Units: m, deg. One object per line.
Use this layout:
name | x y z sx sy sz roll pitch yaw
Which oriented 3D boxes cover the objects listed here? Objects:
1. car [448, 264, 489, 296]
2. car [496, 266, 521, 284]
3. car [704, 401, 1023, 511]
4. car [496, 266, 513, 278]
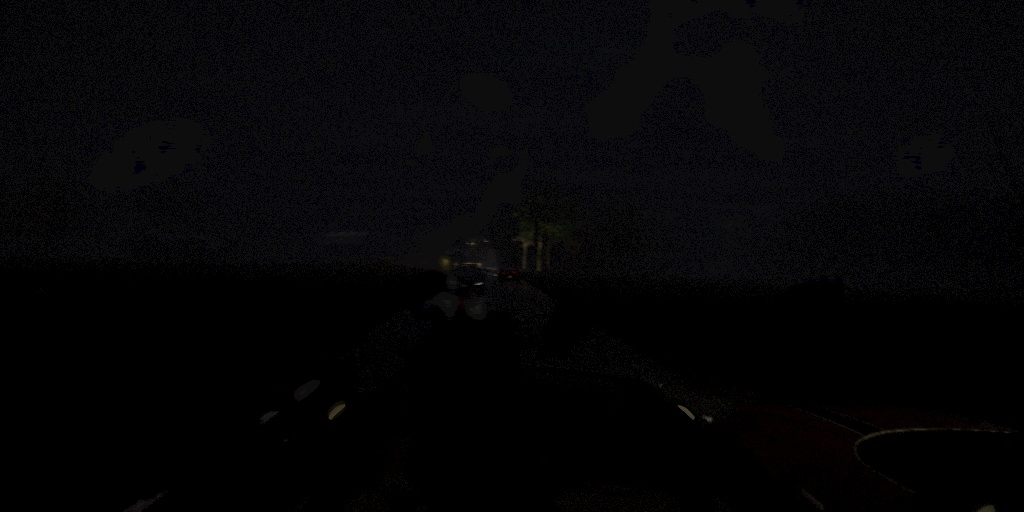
car | -2.525 1.336 20.902 1.882 1.535 5.008 3 -1 -3
car | -0.280 1.639 32.931 1.882 1.535 5.008 3 -1 -3
car | 2.454 1.208 0.809 2.097 1.767 4.553 3 -1 -3
car | -0.973 1.963 44.228 1.895 1.301 4.718 3 -1 -3
